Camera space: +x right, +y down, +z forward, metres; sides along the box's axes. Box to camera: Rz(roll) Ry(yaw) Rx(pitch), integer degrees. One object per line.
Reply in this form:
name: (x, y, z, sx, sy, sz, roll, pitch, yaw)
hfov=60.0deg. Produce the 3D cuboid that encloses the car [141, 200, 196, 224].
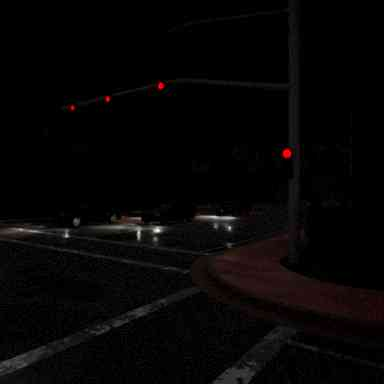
car: (-1.661, 1.478, 24.813, 1.882, 1.535, 5.008, 0, 0, 36)

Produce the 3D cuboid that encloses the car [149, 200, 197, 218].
car: (-1.647, 1.505, 30.837, 1.837, 1.490, 4.892, 0, 0, 36)

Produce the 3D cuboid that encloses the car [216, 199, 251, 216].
car: (4.197, 1.505, 32.953, 1.837, 1.490, 4.892, 0, 0, 36)

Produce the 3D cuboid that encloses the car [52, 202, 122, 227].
car: (-7.177, 1.478, 23.121, 1.882, 1.535, 5.008, 0, 0, 36)
